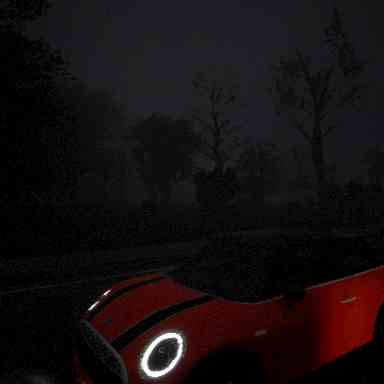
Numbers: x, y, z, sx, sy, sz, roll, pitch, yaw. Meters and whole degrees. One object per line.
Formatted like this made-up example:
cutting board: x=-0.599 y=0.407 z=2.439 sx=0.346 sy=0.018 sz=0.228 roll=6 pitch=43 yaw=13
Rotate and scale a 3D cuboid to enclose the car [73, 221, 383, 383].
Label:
car: x=0.856 y=1.345 z=4.472 sx=4.553 sy=1.767 sz=2.097 roll=0 pitch=0 yaw=-34
